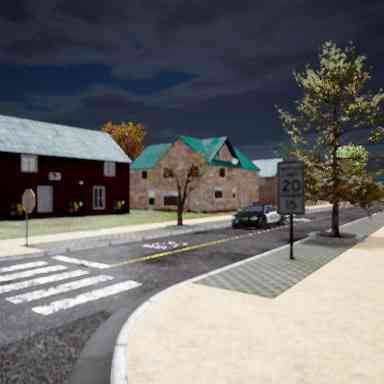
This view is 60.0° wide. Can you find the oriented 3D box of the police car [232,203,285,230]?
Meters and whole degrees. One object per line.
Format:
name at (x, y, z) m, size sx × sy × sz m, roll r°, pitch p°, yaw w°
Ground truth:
police car at (4.329, 1.532, 21.651) m, size 2.038 × 1.542 × 4.974 m, roll 0°, pitch 0°, yaw 36°
